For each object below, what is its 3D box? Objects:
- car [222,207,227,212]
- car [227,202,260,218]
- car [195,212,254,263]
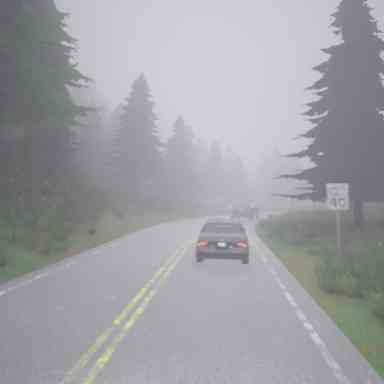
[{"bbox_3d":[5.221,2.128,40.002,1.812,1.442,4.674,-3,-2,32],"label":"car"},{"bbox_3d":[5.361,1.789,32.858,2.097,1.767,4.553,-1,-1,22],"label":"car"},{"bbox_3d":[1.171,1.714,12.776,2.033,1.411,5.357,1,-1,6],"label":"car"}]
